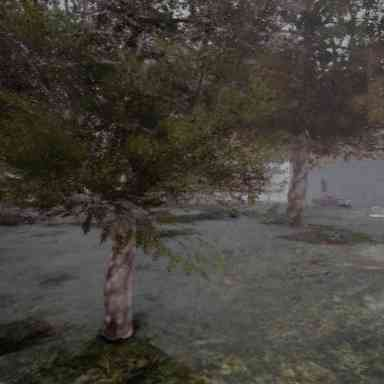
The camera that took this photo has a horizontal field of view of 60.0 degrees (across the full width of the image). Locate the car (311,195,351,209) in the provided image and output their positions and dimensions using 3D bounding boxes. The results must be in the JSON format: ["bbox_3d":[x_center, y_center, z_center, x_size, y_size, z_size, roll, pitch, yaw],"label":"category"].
[{"bbox_3d":[15.128,1.016,36.290,1.994,1.385,4.181,4,0,-28],"label":"car"}]
